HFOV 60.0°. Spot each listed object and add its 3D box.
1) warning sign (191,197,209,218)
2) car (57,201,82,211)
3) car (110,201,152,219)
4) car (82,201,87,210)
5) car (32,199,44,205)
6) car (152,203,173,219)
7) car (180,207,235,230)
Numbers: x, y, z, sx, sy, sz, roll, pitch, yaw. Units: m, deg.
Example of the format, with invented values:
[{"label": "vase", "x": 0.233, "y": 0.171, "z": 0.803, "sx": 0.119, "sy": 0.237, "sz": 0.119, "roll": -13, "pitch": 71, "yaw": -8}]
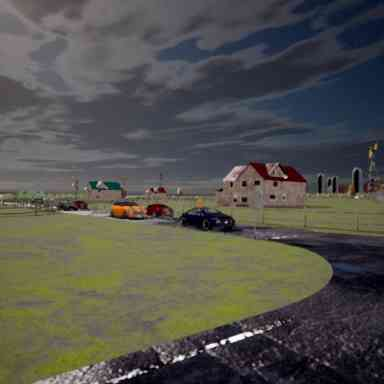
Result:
[{"label": "warning sign", "x": 0.727, "y": 1.472, "z": 31.661, "sx": 1.300, "sy": 1.860, "sz": 1.060, "roll": 2, "pitch": -1, "yaw": -36}, {"label": "car", "x": -18.652, "y": 2.100, "z": 49.579, "sx": 2.033, "sy": 1.411, "sz": 5.357, "roll": 2, "pitch": -2, "yaw": -36}, {"label": "car", "x": -6.170, "y": 1.651, "z": 32.138, "sx": 2.097, "sy": 1.767, "sz": 4.553, "roll": 2, "pitch": -2, "yaw": -36}, {"label": "car", "x": -18.798, "y": 2.143, "z": 54.640, "sx": 1.882, "sy": 1.535, "sz": 5.008, "roll": 2, "pitch": -2, "yaw": -36}, {"label": "car", "x": -39.118, "y": 2.503, "z": 84.275, "sx": 2.097, "sy": 1.767, "sz": 4.553, "roll": 2, "pitch": -2, "yaw": -36}, {"label": "car", "x": -3.618, "y": 1.880, "z": 33.633, "sx": 1.812, "sy": 1.442, "sz": 4.674, "roll": 2, "pitch": -2, "yaw": -36}, {"label": "car", "x": 0.957, "y": 1.717, "z": 22.245, "sx": 1.994, "sy": 1.385, "sz": 4.181, "roll": 2, "pitch": -2, "yaw": -36}]
